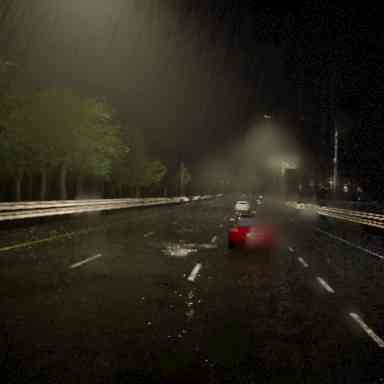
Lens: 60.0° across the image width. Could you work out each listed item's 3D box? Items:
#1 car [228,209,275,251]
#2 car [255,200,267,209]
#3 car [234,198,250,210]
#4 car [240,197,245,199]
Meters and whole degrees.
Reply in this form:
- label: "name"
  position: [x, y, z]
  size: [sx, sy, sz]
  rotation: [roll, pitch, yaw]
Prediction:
- label: "car"
  position: [2.699, 1.753, 15.409]
  size: [1.994, 1.385, 4.181]
  rotation: [2, 0, 8]
- label: "car"
  position: [12.929, 2.289, 62.194]
  size: [2.128, 1.511, 4.902]
  rotation: [2, 0, 8]
- label: "car"
  position: [6.858, 2.018, 45.106]
  size: [1.812, 1.442, 4.674]
  rotation: [2, 0, 8]
- label: "car"
  position: [9.473, 2.203, 63.449]
  size: [2.033, 1.411, 5.357]
  rotation: [2, 0, 8]
